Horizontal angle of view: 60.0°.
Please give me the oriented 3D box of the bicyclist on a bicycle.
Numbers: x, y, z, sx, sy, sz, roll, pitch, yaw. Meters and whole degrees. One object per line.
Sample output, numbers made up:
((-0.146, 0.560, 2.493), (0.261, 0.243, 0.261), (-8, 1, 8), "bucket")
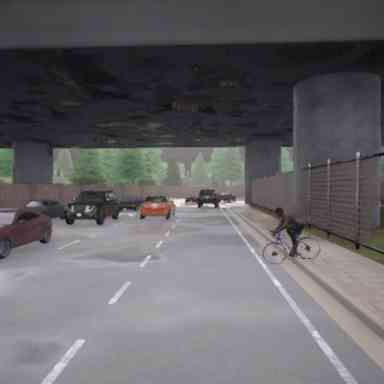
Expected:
((2.763, 1.236, 9.496), (1.656, 1.620, 0.582), (-9, 0, 2), "bicyclist on a bicycle")

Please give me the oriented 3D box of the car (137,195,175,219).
((-2.471, 1.007, 24.980), (2.097, 1.767, 4.553), (0, 1, 2), "car")

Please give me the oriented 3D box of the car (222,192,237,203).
((5.347, 0.831, 50.275), (1.837, 1.490, 4.892), (0, 0, 23), "car")

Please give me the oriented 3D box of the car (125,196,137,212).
((-5.803, 1.100, 32.126), (2.033, 1.411, 5.357), (0, 1, 3), "car")

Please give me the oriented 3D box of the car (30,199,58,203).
((-9.799, 1.210, 21.822), (1.812, 1.442, 4.674), (0, 1, 2), "car")

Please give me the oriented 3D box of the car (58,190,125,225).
((-6.297, 0.915, 21.625), (2.150, 2.045, 5.566), (0, 1, 2), "car")

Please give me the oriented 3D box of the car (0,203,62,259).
((-6.690, 1.349, 11.987), (1.812, 1.442, 4.674), (0, 1, 2), "car")

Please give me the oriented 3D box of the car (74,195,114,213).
((-9.307, 1.093, 32.147), (2.033, 1.411, 5.357), (0, 1, 3), "car")

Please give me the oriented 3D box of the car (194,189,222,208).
((1.919, 0.704, 38.181), (2.150, 2.045, 5.566), (0, 0, 7), "car")

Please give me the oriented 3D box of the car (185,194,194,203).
((0.525, 0.955, 47.664), (1.895, 1.301, 4.718), (0, 1, 17), "car")
